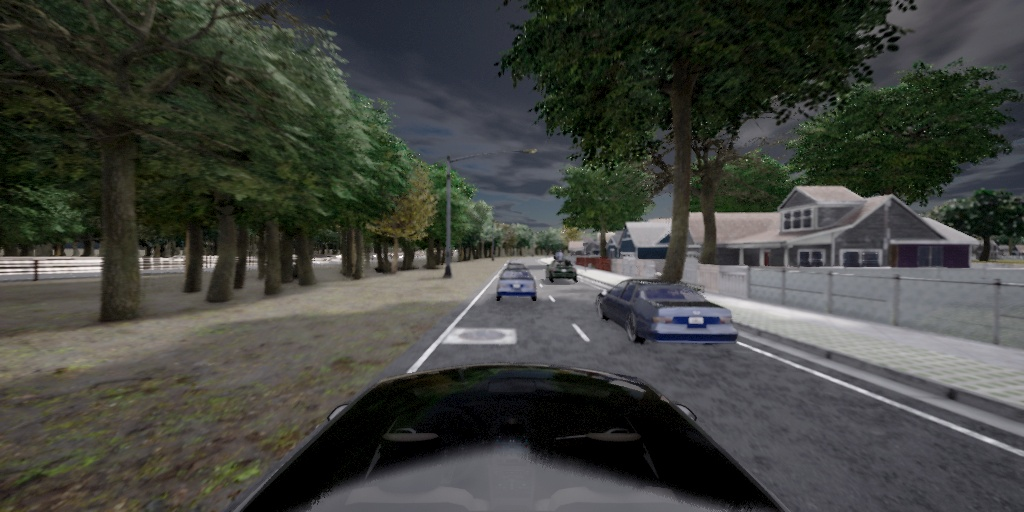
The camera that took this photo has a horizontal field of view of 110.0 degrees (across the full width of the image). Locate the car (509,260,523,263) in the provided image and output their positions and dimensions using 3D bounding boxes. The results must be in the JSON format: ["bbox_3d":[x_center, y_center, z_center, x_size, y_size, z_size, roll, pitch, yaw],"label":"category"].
[{"bbox_3d":[0.404,1.111,38.065,2.128,1.511,4.902,0,0,1],"label":"car"}]

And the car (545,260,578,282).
[{"bbox_3d":[3.822,1.059,28.360,2.097,1.767,4.553,0,0,1],"label":"car"}]

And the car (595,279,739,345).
[{"bbox_3d":[3.653,1.316,9.587,2.033,1.411,5.357,0,0,1],"label":"car"}]

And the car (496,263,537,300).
[{"bbox_3d":[0.212,1.280,17.414,2.033,1.411,5.357,0,0,1],"label":"car"}]
